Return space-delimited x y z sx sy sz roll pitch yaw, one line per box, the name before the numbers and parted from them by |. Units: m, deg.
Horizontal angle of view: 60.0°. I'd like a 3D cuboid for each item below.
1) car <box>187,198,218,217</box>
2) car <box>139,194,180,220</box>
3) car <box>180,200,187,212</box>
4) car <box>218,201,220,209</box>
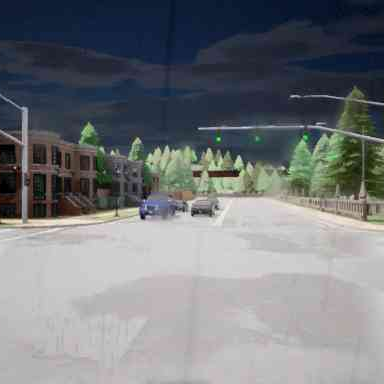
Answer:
car | 1.100 1.477 31.779 1.882 1.535 5.008 0 0 8
car | -2.851 1.221 28.812 2.150 2.045 5.566 0 0 8
car | -1.585 1.564 38.124 1.994 1.385 4.181 0 0 8
car | 2.482 1.505 41.855 1.837 1.490 4.892 0 0 8
